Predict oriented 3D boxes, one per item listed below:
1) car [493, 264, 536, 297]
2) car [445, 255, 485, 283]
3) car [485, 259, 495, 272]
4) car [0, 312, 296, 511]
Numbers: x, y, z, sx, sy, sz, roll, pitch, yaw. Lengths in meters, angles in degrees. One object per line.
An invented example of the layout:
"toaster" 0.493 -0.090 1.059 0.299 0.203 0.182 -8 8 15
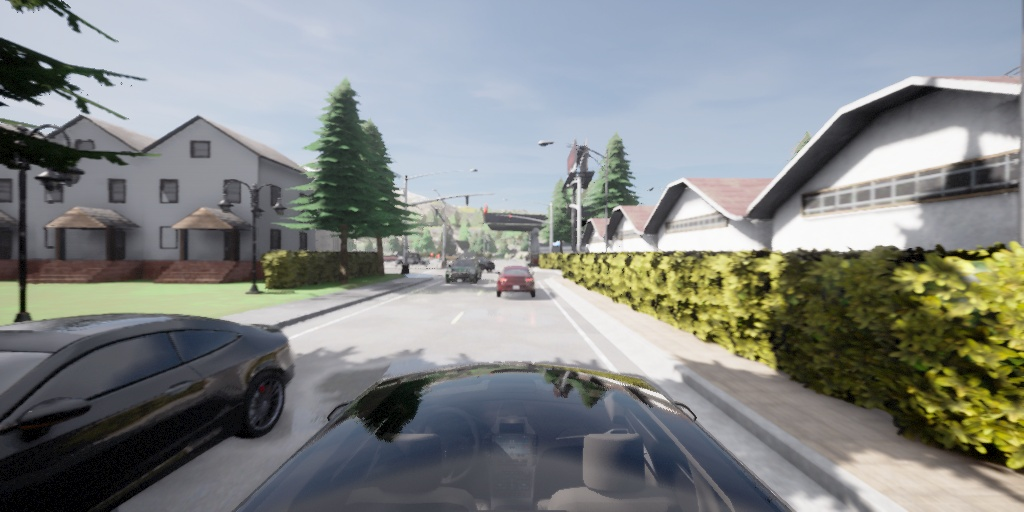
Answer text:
"car" 0.194 1.191 17.968 1.812 1.442 4.674 0 0 0
"car" -3.355 0.998 25.409 2.097 1.767 4.553 0 0 0
"car" -3.906 0.911 36.998 4.892 1.490 1.837 2 0 38
"car" -3.606 1.250 2.680 1.812 1.442 4.674 0 0 0
